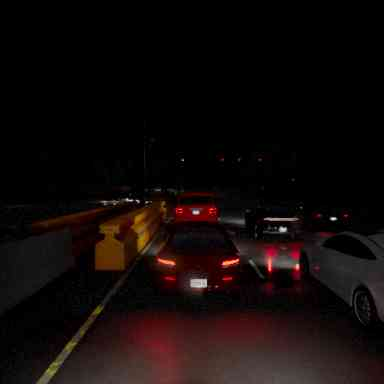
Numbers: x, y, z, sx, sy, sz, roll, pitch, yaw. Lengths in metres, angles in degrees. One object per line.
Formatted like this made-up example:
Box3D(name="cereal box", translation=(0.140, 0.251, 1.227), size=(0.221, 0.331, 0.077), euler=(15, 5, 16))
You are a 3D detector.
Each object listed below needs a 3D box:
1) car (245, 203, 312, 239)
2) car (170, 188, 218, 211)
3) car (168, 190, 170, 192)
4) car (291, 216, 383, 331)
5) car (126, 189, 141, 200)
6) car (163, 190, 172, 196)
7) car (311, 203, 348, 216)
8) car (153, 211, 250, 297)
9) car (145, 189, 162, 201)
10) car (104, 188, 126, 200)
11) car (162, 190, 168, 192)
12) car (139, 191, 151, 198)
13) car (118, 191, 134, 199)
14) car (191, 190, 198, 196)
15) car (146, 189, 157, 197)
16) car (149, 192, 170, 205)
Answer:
Box3D(name="car", translation=(3.696, 1.283, 15.854), size=(2.128, 1.511, 4.902), euler=(0, 1, 0))
Box3D(name="car", translation=(0.206, 0.984, 17.839), size=(2.150, 2.045, 5.566), euler=(0, 1, 1))
Box3D(name="car", translation=(-6.397, 0.251, 75.658), size=(2.097, 1.767, 4.553), euler=(0, 1, 0))
Box3D(name="car", translation=(3.629, 1.455, 6.606), size=(1.812, 1.442, 4.674), euler=(0, 1, 0))
Box3D(name="car", translation=(-10.096, 0.690, 60.305), size=(1.994, 1.385, 4.181), euler=(0, 1, 1))
Box3D(name="car", translation=(-6.307, 0.277, 86.212), size=(2.033, 1.411, 5.357), euler=(0, 1, 0))
Box3D(name="car", translation=(7.221, 1.309, 18.938), size=(1.994, 1.385, 4.181), euler=(0, 1, 0))
Box3D(name="car", translation=(0.142, 1.431, 8.242), size=(1.812, 1.442, 4.674), euler=(0, 1, 1))
Box3D(name="car", translation=(-6.639, 0.710, 56.376), size=(1.812, 1.442, 4.674), euler=(0, 1, 1))
Box3D(name="car", translation=(-13.628, 0.382, 58.020), size=(2.150, 2.045, 5.566), euler=(0, 1, 1))
Box3D(name="car", translation=(-6.517, 0.537, 65.642), size=(2.128, 1.511, 4.902), euler=(0, 1, 1))
Box3D(name="car", translation=(-9.942, 0.527, 70.380), size=(1.994, 1.385, 4.181), euler=(0, 1, 0))
Box3D(name="car", translation=(-13.461, 0.556, 68.158), size=(2.033, 1.411, 5.357), euler=(0, 1, 0))
Box3D(name="car", translation=(0.722, 0.164, 89.601), size=(1.882, 1.535, 5.008), euler=(0, 1, 0))
Box3D(name="car", translation=(-9.855, 0.177, 80.598), size=(2.097, 1.767, 4.553), euler=(0, 1, 0))
Box3D(name="car", translation=(-2.798, 0.979, 43.397), size=(1.895, 1.301, 4.718), euler=(1, 1, 43))
